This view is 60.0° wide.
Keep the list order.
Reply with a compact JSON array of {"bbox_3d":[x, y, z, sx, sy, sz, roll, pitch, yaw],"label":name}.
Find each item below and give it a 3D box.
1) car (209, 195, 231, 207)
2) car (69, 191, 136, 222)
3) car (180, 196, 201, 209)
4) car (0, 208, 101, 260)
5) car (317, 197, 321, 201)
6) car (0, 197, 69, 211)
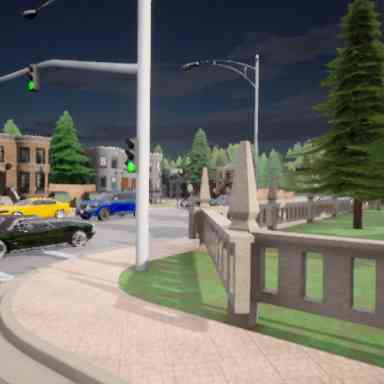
[{"bbox_3d":[3.801,1.085,37.260,2.097,1.767,4.553,1,1,35],"label":"car"},{"bbox_3d":[-5.638,0.942,24.126,2.150,2.045,5.566,1,1,35],"label":"car"},{"bbox_3d":[0.552,1.161,38.743,2.128,1.511,4.902,1,1,36],"label":"car"},{"bbox_3d":[-5.798,1.433,11.637,1.895,1.301,4.718,1,1,35],"label":"car"},{"bbox_3d":[18.843,1.330,46.370,1.882,1.535,5.008,1,0,35],"label":"car"},{"bbox_3d":[-10.860,1.146,22.812,1.882,1.535,5.008,1,1,35],"label":"car"}]
